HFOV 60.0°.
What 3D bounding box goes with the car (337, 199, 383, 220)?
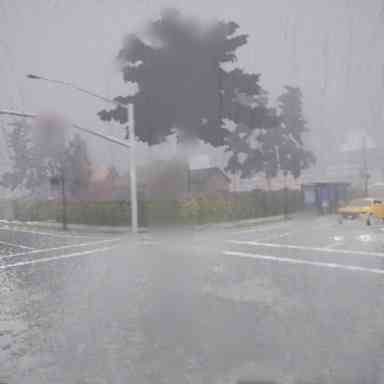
[{"bbox_3d":[11.023,1.137,21.330,5.008,1.535,1.882,-2,-1,-45],"label":"car"}]
